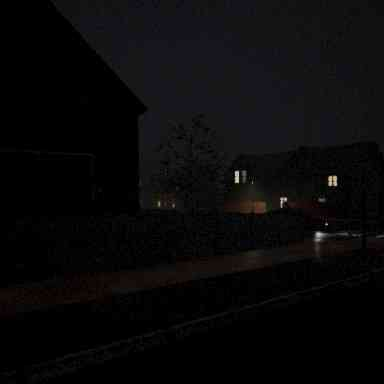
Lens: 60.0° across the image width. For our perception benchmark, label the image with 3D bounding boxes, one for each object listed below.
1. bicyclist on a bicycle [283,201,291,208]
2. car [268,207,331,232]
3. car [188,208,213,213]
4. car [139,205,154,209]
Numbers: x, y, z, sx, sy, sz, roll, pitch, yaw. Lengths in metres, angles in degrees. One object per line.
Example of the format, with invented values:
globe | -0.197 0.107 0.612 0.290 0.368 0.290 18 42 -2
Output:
bicyclist on a bicycle | 8.682 1.667 30.490 1.656 1.620 0.582 -1 0 -36
car | 7.006 1.832 22.771 1.837 1.490 4.892 -1 -1 -36
car | 1.136 2.168 31.006 1.895 1.301 4.718 -1 -1 -36
car | -5.889 2.332 40.870 1.882 1.535 5.008 -1 -1 -35
